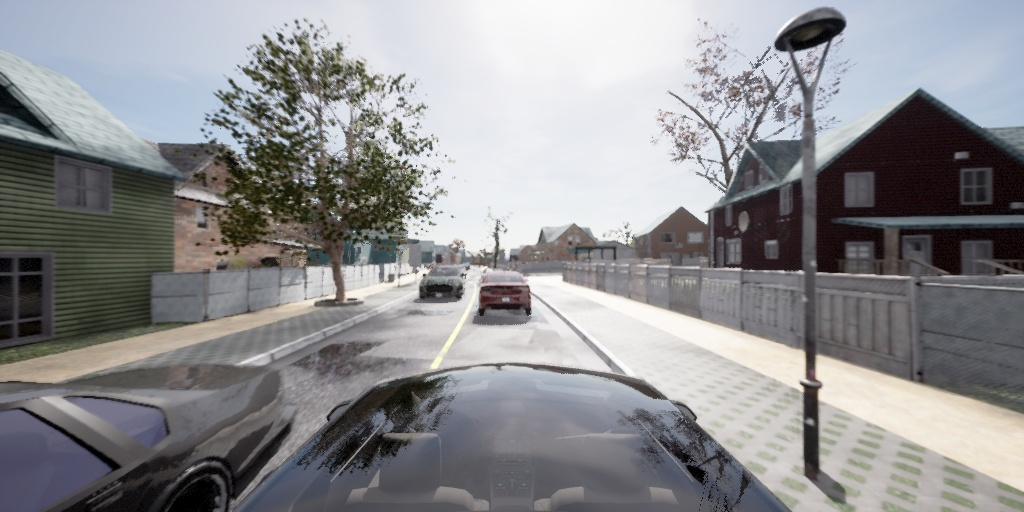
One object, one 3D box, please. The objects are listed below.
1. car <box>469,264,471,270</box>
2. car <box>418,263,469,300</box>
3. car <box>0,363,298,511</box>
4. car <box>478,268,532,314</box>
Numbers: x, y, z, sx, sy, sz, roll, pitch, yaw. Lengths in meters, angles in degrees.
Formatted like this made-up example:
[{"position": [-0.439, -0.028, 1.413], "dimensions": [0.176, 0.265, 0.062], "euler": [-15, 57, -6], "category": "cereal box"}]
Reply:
[{"position": [-5.496, 1.658, 36.621], "dimensions": [2.128, 1.511, 4.902], "euler": [0, -1, -8], "category": "car"}, {"position": [-3.589, 1.283, 19.058], "dimensions": [2.097, 1.767, 4.553], "euler": [0, -1, -5], "category": "car"}, {"position": [-2.879, 1.295, 0.898], "dimensions": [2.033, 1.411, 5.357], "euler": [0, 0, 0], "category": "car"}, {"position": [-0.331, 1.345, 14.409], "dimensions": [1.882, 1.535, 5.008], "euler": [0, -1, -3], "category": "car"}]
